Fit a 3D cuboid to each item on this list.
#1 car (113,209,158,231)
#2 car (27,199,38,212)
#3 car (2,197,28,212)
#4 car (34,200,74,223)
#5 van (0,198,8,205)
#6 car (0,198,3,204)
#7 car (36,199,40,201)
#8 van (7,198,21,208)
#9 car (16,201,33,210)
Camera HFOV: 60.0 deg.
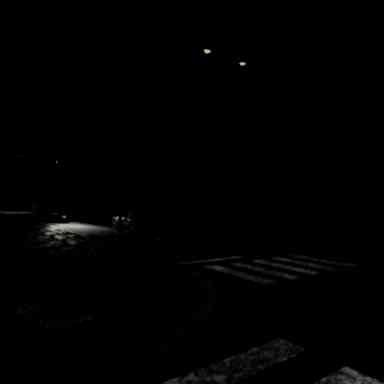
[{"bbox_3d":[-3.861,1.791,22.269,2.008,1.369,4.403,1,-1,-36],"label":"car"},{"bbox_3d":[-20.670,2.009,45.272,1.887,1.381,4.507,1,-1,-36],"label":"car"},{"bbox_3d":[-24.709,1.854,46.351,1.882,1.535,5.008,2,-2,-36],"label":"car"},{"bbox_3d":[-11.528,1.731,28.304,2.128,1.511,4.902,2,-1,-36],"label":"car"},{"bbox_3d":[-44.198,2.183,77.480,1.690,1.788,3.998,1,-1,-36],"label":"van"},{"bbox_3d":[-37.475,2.042,68.279,2.192,1.841,5.009,1,-1,-36],"label":"car"},{"bbox_3d":[-17.408,1.942,40.808,1.752,1.417,4.829,1,-1,-36],"label":"car"},{"bbox_3d":[-34.114,2.013,63.678,1.690,1.788,3.998,1,-1,-36],"label":"van"},{"bbox_3d":[-27.393,2.147,54.473,1.802,1.307,4.206,1,-1,-36],"label":"car"}]
